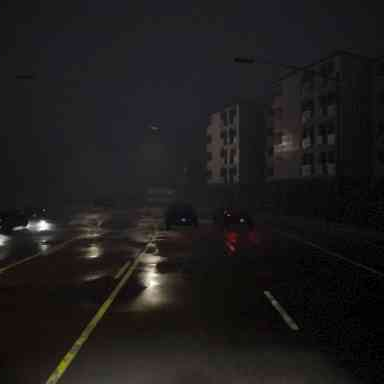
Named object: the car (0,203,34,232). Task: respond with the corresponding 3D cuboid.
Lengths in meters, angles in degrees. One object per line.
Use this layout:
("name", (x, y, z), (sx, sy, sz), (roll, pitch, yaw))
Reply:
("car", (-11.352, 1.583, 19.833), (1.994, 1.385, 4.181), (0, 0, -8))

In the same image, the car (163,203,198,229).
("car", (-0.828, 1.469, 21.790), (1.882, 1.535, 5.008), (0, 0, -8))

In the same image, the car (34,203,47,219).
("car", (-13.819, 1.616, 29.378), (1.895, 1.301, 4.718), (0, 0, -23))

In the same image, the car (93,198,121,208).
("car", (-12.312, 1.519, 47.060), (1.812, 1.442, 4.674), (0, 0, -40))

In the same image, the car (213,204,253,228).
("car", (2.648, 1.508, 22.130), (1.812, 1.442, 4.674), (0, 0, -8))

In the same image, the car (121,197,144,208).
("car", (-8.739, 1.490, 48.213), (1.837, 1.490, 4.892), (0, 1, -39))
